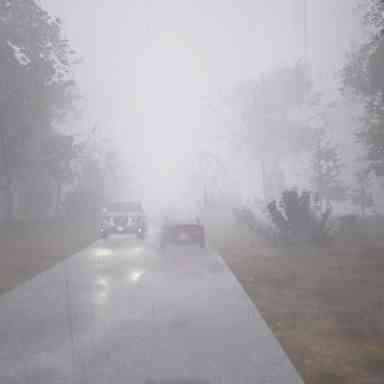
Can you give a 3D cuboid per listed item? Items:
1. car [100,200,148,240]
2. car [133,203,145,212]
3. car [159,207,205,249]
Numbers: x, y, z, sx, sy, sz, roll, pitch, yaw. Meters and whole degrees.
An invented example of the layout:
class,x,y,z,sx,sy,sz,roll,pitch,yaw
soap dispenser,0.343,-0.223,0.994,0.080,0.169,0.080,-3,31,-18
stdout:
class,x,y,z,sx,sy,sz,roll,pitch,yaw
car,-3.656,1.461,18.761,2.150,2.045,5.566,0,-1,-4
car,-9.724,2.813,60.500,2.128,1.511,4.902,1,-2,-10
car,-0.485,1.671,15.663,1.882,1.535,5.008,0,-1,-3
